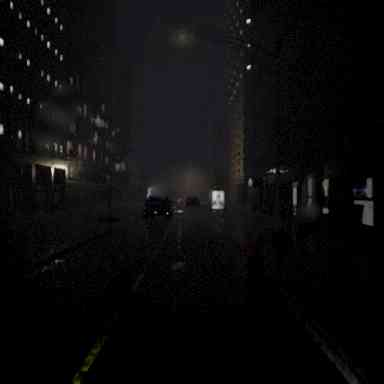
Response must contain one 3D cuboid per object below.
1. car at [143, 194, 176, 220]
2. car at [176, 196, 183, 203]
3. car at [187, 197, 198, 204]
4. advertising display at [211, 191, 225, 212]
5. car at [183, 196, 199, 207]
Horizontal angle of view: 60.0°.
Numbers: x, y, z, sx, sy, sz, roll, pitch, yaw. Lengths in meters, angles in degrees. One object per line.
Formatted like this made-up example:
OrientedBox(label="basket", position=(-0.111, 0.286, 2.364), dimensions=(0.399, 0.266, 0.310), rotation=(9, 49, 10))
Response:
OrientedBox(label="car", position=(-2.826, 1.231, 28.562), dimensions=(2.150, 2.045, 5.566), rotation=(0, 0, 0))
OrientedBox(label="car", position=(-2.695, 1.626, 69.987), dimensions=(1.812, 1.442, 4.674), rotation=(0, 0, 0))
OrientedBox(label="car", position=(0.052, 1.645, 65.802), dimensions=(2.033, 1.411, 5.357), rotation=(0, 0, 0))
OrientedBox(label="advertising display", position=(3.042, 1.052, 38.697), dimensions=(1.540, 2.440, 0.280), rotation=(0, 0, 0))
OrientedBox(label="car", position=(0.074, 1.411, 51.481), dimensions=(2.097, 1.767, 4.553), rotation=(0, 0, 0))
